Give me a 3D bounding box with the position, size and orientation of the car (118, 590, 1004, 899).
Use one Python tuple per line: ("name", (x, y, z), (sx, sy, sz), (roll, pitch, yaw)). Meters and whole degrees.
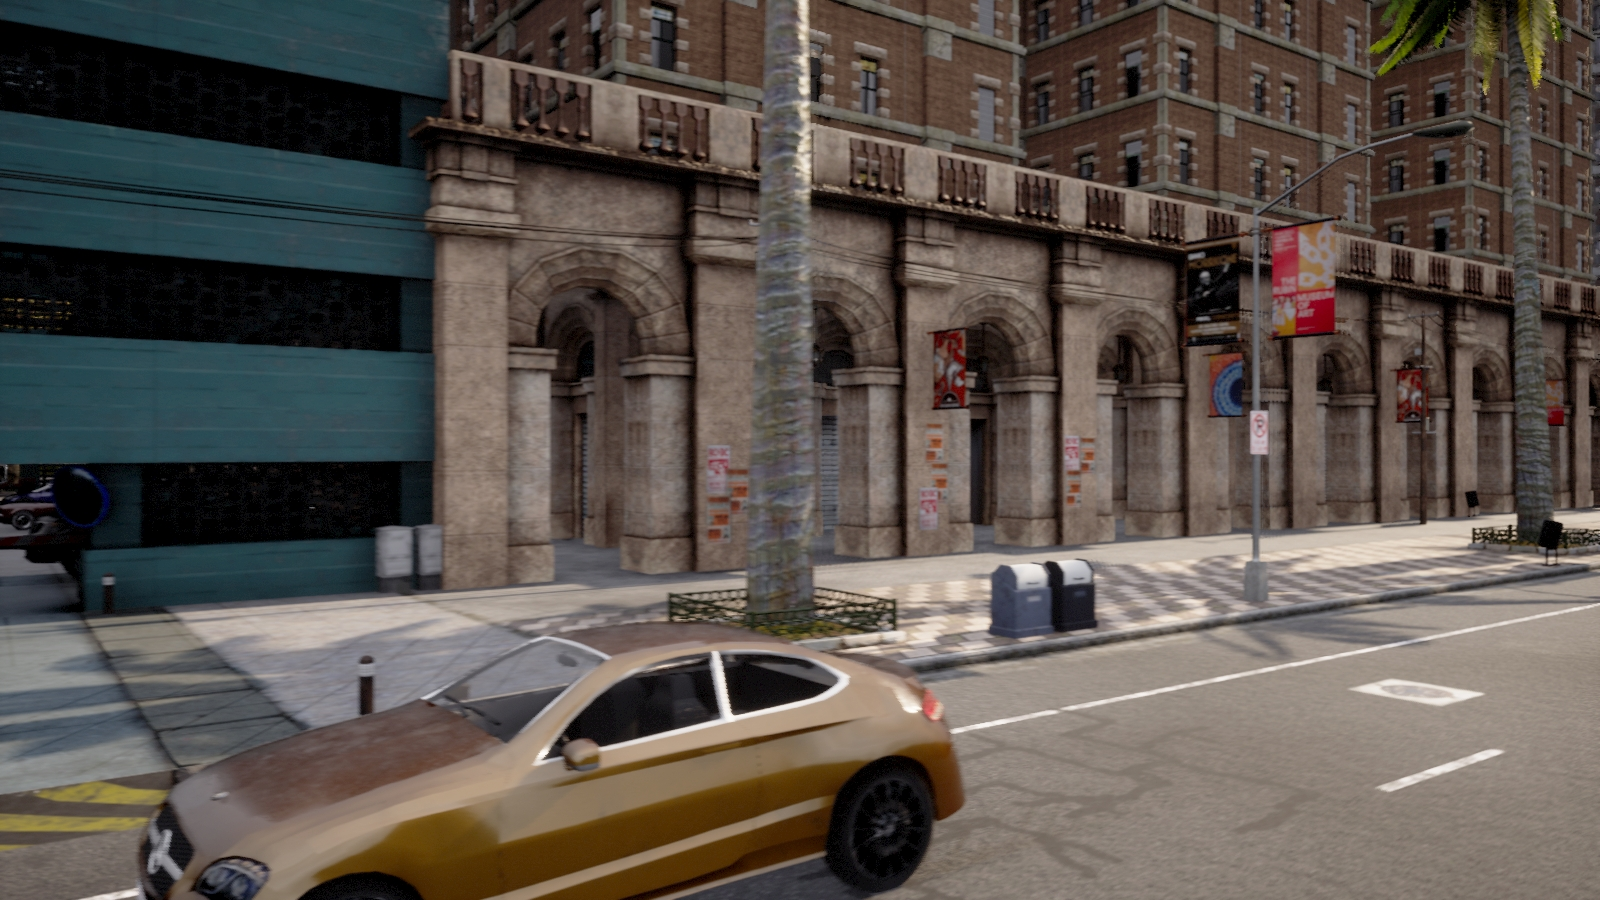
("car", (-1.274, 1.992, 7.204), (5.027, 1.651, 2.152), (0, 0, -36))
